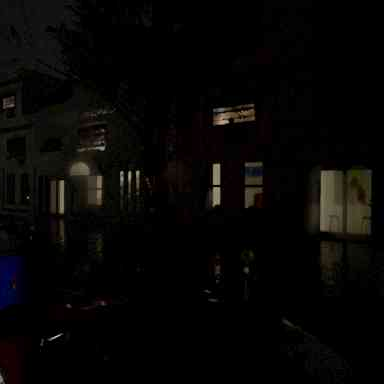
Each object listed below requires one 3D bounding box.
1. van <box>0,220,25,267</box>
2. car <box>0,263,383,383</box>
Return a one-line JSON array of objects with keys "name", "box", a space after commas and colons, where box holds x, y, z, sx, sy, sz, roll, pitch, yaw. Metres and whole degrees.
[{"name": "van", "box": [-4.838, 1.339, 6.302, 3.998, 1.788, 1.690, 0, 1, 35]}, {"name": "car", "box": [-0.314, 1.581, 3.091, 4.206, 1.307, 1.802, 0, 1, 35]}]
